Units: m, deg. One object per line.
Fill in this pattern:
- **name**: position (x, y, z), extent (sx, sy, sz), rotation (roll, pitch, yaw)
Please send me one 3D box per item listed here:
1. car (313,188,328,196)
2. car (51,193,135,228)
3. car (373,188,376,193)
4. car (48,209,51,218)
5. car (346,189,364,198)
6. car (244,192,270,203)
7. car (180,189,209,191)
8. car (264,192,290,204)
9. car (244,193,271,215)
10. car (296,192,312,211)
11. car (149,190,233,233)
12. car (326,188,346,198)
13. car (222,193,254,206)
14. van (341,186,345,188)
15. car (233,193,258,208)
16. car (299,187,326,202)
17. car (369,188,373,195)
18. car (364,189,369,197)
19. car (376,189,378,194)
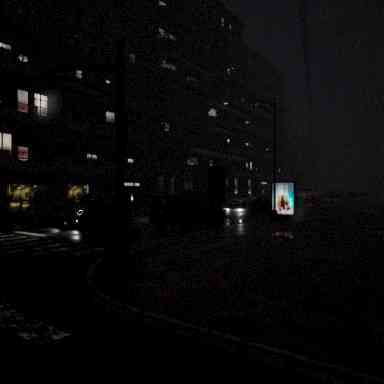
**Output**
- **car**: position (27.998, -0.024, 72.435), extent (1.967, 1.590, 4.097), rotation (2, 2, 35)
- **car**: position (-5.640, 1.075, 19.992), extent (2.097, 1.767, 4.553), rotation (0, 1, 35)
- **car**: position (38.087, -0.011, 72.230), extent (1.887, 1.381, 4.507), rotation (1, 2, 35)
- **car**: position (-7.030, 1.010, 22.487), extent (2.192, 1.841, 5.009), rotation (1, 2, 35)
- **car**: position (28.532, 0.309, 58.605), extent (1.887, 1.381, 4.507), rotation (1, 2, 35)
- **car**: position (8.890, 0.755, 45.196), extent (1.802, 1.307, 4.206), rotation (2, 2, 35)
- **car**: position (-0.103, 0.765, 27.880), extent (2.150, 2.045, 5.566), rotation (0, 1, 36)
- **car**: position (11.363, 0.731, 44.162), extent (1.994, 1.385, 4.181), rotation (0, 1, 36)
- **car**: position (6.234, 1.069, 26.815), extent (1.947, 1.339, 4.313), rotation (1, 2, 35)
- **car**: position (9.419, 0.965, 31.357), extent (1.947, 1.339, 4.313), rotation (1, 2, 35)
- **car**: position (-0.135, 1.026, 17.726), extent (2.192, 1.841, 5.009), rotation (1, 2, 35)
- **car**: position (25.000, 0.407, 58.109), extent (1.895, 1.301, 4.718), rotation (0, 1, 35)
- **car**: position (5.706, 0.829, 40.656), extent (2.008, 1.369, 4.403), rotation (2, 2, 35)
- **van**: position (37.553, -0.445, 86.054), extent (1.690, 1.788, 3.998), rotation (2, 2, 35)
- **car**: position (5.546, 0.884, 35.919), extent (1.812, 1.442, 4.674), rotation (0, 1, 35)
- **car**: position (16.245, 0.321, 45.630), extent (2.150, 2.045, 5.566), rotation (0, 1, 35)
- **car**: position (34.902, 0.096, 67.688), extent (1.887, 1.381, 4.507), rotation (1, 2, 35)
- **car**: position (31.717, 0.099, 63.143), extent (1.967, 1.590, 4.097), rotation (1, 2, 35)
- **car**: position (44.457, -0.220, 81.312), extent (2.008, 1.369, 4.403), rotation (1, 2, 35)
